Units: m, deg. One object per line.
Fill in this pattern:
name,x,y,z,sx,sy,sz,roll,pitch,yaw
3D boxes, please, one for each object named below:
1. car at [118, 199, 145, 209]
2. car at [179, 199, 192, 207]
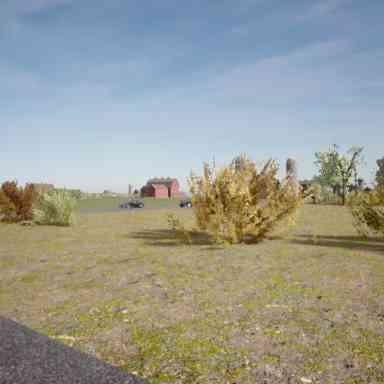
car,-9.830,1.982,53.938,1.837,1.490,4.892,-1,-1,36
car,-0.358,2.043,60.834,1.837,1.490,4.892,-1,-1,36
